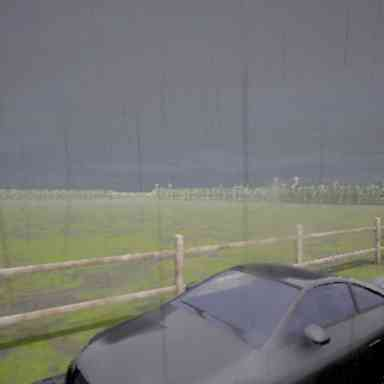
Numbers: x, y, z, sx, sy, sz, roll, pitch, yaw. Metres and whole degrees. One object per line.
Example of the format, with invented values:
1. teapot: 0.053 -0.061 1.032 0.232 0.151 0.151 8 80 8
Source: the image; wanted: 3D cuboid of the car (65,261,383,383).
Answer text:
1. car: 0.842 1.563 3.673 4.181 1.385 1.994 0 0 -36
